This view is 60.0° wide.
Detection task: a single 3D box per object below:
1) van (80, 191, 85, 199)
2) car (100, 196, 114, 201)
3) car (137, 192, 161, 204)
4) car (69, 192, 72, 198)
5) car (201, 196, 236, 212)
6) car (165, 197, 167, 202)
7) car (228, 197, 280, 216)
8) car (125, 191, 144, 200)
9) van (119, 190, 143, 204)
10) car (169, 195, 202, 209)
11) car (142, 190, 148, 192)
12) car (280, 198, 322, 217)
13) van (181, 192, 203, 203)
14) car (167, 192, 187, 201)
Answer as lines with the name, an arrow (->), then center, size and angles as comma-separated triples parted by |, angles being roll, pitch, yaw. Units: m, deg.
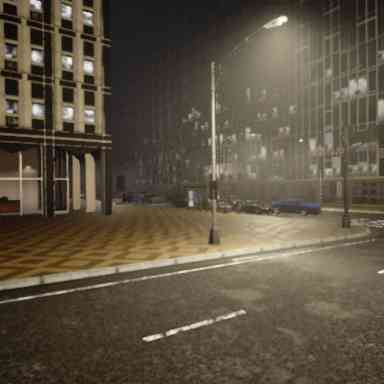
van -> -26.180, 0.707, 78.616 | 1.690, 1.788, 3.998 | 0, 1, -34
car -> -16.556, 1.079, 64.544 | 2.008, 1.369, 4.403 | 0, 1, -34
car -> -6.831, 1.143, 54.992 | 1.812, 1.442, 4.674 | -1, 1, -34
car -> -29.388, 0.751, 83.308 | 1.967, 1.590, 4.097 | 0, 1, -34
car -> 2.601, 1.429, 36.335 | 1.802, 1.307, 4.206 | 0, 1, -34
car -> -3.221, 1.098, 59.891 | 1.802, 1.307, 4.206 | 0, 1, -34
car -> 5.795, 1.465, 31.631 | 1.947, 1.339, 4.313 | 0, 1, -34
car -> -12.846, 0.669, 73.962 | 2.192, 1.841, 5.009 | 0, 1, -34
van -> -10.138, 0.977, 55.159 | 1.690, 1.788, 3.998 | 0, 1, -34
car -> -0.559, 1.360, 41.058 | 1.947, 1.339, 4.313 | 0, 1, -34
car -> -10.429, 0.690, 65.818 | 2.150, 2.045, 5.566 | -1, 1, -34
car -> 9.589, 1.363, 30.885 | 1.882, 1.535, 5.008 | -1, 1, -34
van -> -0.013, 0.910, 55.196 | 1.690, 1.788, 3.998 | 0, 1, -34
car -> -1.058, 1.065, 46.468 | 2.097, 1.767, 4.553 | -1, 1, -34
